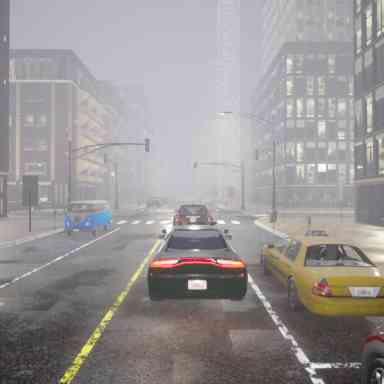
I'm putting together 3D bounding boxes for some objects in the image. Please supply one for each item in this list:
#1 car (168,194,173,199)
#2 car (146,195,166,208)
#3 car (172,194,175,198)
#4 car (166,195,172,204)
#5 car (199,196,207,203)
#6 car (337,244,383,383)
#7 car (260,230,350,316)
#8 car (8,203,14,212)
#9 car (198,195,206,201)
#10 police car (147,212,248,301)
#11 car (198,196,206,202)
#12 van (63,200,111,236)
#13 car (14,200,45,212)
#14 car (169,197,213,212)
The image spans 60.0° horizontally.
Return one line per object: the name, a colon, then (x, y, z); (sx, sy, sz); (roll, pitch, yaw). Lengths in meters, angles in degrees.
car: (-5.761, 1.760, 73.446); (1.802, 1.307, 4.206); (0, 0, 0)
car: (-5.735, 1.407, 50.797); (2.192, 1.841, 5.009); (0, 0, 0)
car: (-5.766, 1.646, 79.110); (1.967, 1.590, 4.097); (0, 0, 0)
car: (-5.754, 1.719, 67.784); (1.947, 1.339, 4.313); (0, 0, 0)
car: (2.614, 1.732, 79.288); (1.752, 1.417, 4.829); (0, 0, 0)
car: (2.704, 1.441, 1.829); (1.967, 1.590, 4.097); (1, 0, 0)
car: (2.699, 1.529, 7.523); (1.752, 1.417, 4.829); (1, 0, 0)
car: (-19.054, 1.214, 29.409); (5.009, 1.841, 2.192); (0, -1, 0)
car: (2.602, 1.704, 90.445); (1.967, 1.590, 4.097); (0, 0, 0)
police car: (0.093, 1.509, 8.449); (2.038, 1.542, 4.974); (0, 0, 0)
car: (2.608, 1.801, 84.781); (1.947, 1.339, 4.313); (0, 0, 0)
van: (-5.678, 1.358, 18.391); (1.690, 1.788, 3.998); (1, 0, 0)
car: (-19.093, 1.538, 37.786); (4.507, 1.381, 1.887); (0, -1, 0)
car: (0.066, 1.369, 18.559); (2.097, 1.767, 4.553); (0, 0, 0)
